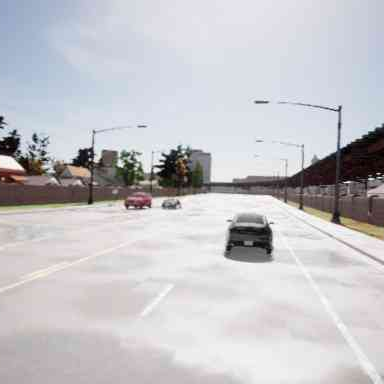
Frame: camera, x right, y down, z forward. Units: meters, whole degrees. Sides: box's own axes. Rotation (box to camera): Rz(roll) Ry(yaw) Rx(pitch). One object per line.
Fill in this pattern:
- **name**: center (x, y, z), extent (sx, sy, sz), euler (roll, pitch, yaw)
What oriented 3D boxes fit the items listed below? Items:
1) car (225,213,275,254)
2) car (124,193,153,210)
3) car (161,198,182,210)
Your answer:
- **car**: center (2.560, 1.686, 14.713), extent (1.837, 1.490, 4.892), euler (2, 0, 11)
- **car**: center (-6.643, 1.104, 41.839), extent (2.150, 2.045, 5.566), euler (2, 0, 11)
- **car**: center (-2.662, 1.514, 44.111), extent (2.128, 1.511, 4.902), euler (2, 0, 11)
